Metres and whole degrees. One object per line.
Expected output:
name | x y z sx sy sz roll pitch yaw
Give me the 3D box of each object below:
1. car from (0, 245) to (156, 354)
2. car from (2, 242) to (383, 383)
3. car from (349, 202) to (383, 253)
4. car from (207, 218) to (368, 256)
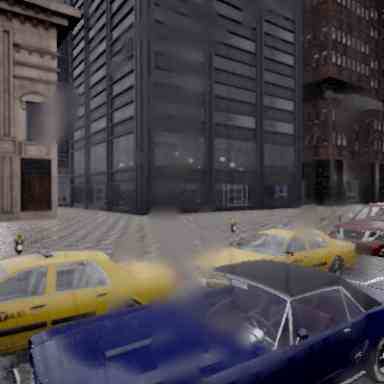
car | -2.441 1.523 4.911 4.829 1.417 1.752 0 0 -35
car | 0.649 1.594 3.837 4.718 1.301 1.895 0 0 -35
car | 6.891 1.285 11.547 5.009 1.841 2.192 0 0 -35
car | 2.156 1.509 8.180 4.829 1.417 1.752 0 0 -35
